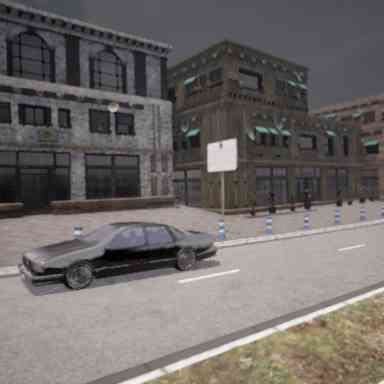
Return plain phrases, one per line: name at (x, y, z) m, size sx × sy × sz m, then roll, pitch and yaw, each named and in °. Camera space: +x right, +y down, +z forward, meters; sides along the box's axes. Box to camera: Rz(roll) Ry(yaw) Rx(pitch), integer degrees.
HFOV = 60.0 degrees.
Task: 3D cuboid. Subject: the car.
car at (-1.747, 1.555, 9.271) m, size 5.357 × 1.411 × 2.033 m, roll 0°, pitch 0°, yaw -36°
